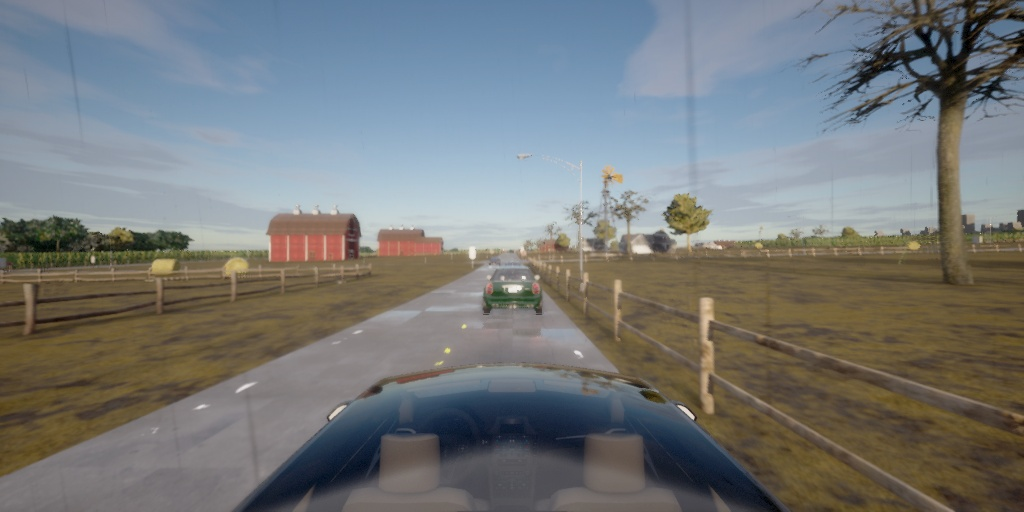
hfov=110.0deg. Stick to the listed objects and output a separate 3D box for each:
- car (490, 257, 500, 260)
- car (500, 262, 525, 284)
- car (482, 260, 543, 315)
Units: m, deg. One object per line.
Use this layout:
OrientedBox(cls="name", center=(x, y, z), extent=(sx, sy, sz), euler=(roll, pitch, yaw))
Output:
OrientedBox(cls="car", center=(-2.755, 0.816, 57.997), extent=(2.033, 1.411, 5.357), euler=(0, 1, 0))
OrientedBox(cls="car", center=(0.051, 1.269, 29.154), extent=(1.837, 1.490, 4.892), euler=(0, 1, 0))
OrientedBox(cls="car", center=(0.047, 1.157, 14.090), extent=(2.097, 1.767, 4.553), euler=(0, 0, 1))
